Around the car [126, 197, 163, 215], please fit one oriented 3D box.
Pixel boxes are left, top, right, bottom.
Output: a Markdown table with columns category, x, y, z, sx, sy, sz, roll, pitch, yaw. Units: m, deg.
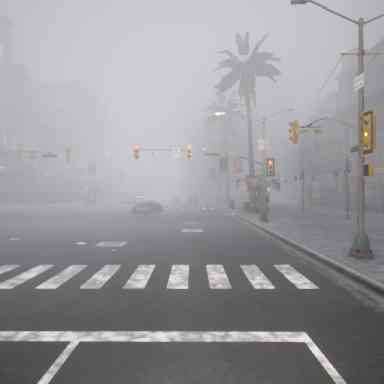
| category | x | y | z | sx | sy | sz | roll | pitch | yaw |
| --- | --- | --- | --- | --- | --- | --- | --- | --- | --- |
| car | -4.513 | 1.561 | 34.102 | 1.994 | 1.385 | 4.181 | 0 | 0 | 20 |

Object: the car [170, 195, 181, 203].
| category | x | y | z | sx | sy | sz | roll | pitch | yaw |
| --- | --- | --- | --- | --- | --- | --- | --- | --- | --- |
| car | -3.398 | 1.557 | 68.113 | 1.994 | 1.385 | 4.181 | 0 | 0 | 0 |

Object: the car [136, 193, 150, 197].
| category | x | y | z | sx | sy | sz | roll | pitch | yaw |
| --- | --- | --- | --- | --- | --- | --- | --- | --- | --- |
| car | -10.510 | 1.215 | 66.989 | 2.150 | 2.045 | 5.566 | 0 | 0 | 0 |

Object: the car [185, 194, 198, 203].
| category | x | y | z | sx | sy | sz | roll | pitch | yaw |
| --- | --- | --- | --- | --- | --- | --- | --- | --- | --- |
| car | 0.102 | 1.346 | 67.021 | 2.097 | 1.767 | 4.553 | 0 | 0 | 0 |

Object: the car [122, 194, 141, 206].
| category | x | y | z | sx | sy | sz | roll | pitch | yaw |
| --- | --- | --- | --- | --- | --- | --- | --- | --- | --- |
| car | -10.538 | 1.542 | 56.742 | 2.033 | 1.411 | 5.357 | 0 | 0 | 1 |

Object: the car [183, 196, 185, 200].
| category | x | y | z | sx | sy | sz | roll | pitch | yaw |
| --- | --- | --- | --- | --- | --- | --- | --- | --- | --- |
| car | -1.384 | 1.544 | 95.572 | 1.994 | 1.385 | 4.181 | 0 | 0 | -12 |
